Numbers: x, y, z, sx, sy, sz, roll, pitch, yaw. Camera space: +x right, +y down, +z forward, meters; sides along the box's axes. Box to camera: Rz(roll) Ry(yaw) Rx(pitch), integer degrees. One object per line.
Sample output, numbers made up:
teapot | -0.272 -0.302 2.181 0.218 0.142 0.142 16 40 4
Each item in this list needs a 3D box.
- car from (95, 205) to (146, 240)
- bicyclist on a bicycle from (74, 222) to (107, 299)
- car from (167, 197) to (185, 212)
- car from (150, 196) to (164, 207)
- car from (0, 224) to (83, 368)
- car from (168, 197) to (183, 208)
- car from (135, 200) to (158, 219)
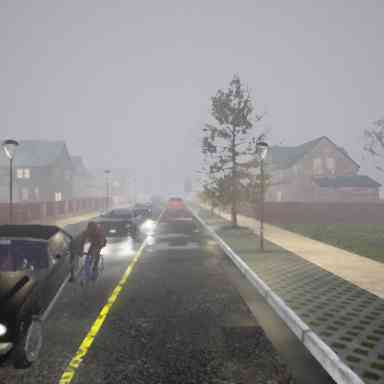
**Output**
car | -3.682 1.569 16.999 1.994 1.385 4.181 0 0 -3
bicyclist on a bicycle | -2.277 1.461 7.563 0.582 1.620 1.656 6 6 4
car | -1.945 1.385 39.741 2.097 1.767 4.553 0 0 -3
car | -5.568 1.413 52.499 2.097 1.767 4.553 0 0 -3
car | -3.196 1.371 5.740 1.895 1.301 4.718 1 6 -9
car | -2.479 1.545 49.793 2.128 1.511 4.902 0 0 -3
car | -4.331 1.619 29.686 1.895 1.301 4.718 0 0 -3
